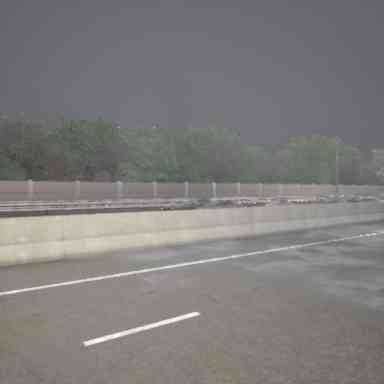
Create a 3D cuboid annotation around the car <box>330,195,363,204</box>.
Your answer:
[{"bbox_3d":[21.293,1.260,45.045,4.892,1.490,1.837,0,0,-35],"label":"car"}]

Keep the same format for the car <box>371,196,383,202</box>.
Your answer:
[{"bbox_3d":[25.608,1.287,43.806,5.357,1.411,2.033,0,0,-35],"label":"car"}]

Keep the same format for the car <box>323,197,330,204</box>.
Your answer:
[{"bbox_3d":[21.564,1.231,49.519,4.902,1.511,2.128,0,0,-35],"label":"car"}]

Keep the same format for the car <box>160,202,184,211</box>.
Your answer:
[{"bbox_3d":[-0.419,1.504,29.501,4.718,1.301,1.895,0,0,-36],"label":"car"}]

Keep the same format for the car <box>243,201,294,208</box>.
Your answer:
[{"bbox_3d":[6.515,1.409,25.854,4.674,1.442,1.812,0,0,-36],"label":"car"}]

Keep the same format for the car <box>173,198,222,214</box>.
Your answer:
[{"bbox_3d":[0.612,1.386,34.540,4.892,1.490,1.837,0,0,-36],"label":"car"}]

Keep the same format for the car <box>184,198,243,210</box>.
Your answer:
[{"bbox_3d":[2.098,1.405,26.997,4.892,1.490,1.837,0,0,-36],"label":"car"}]
